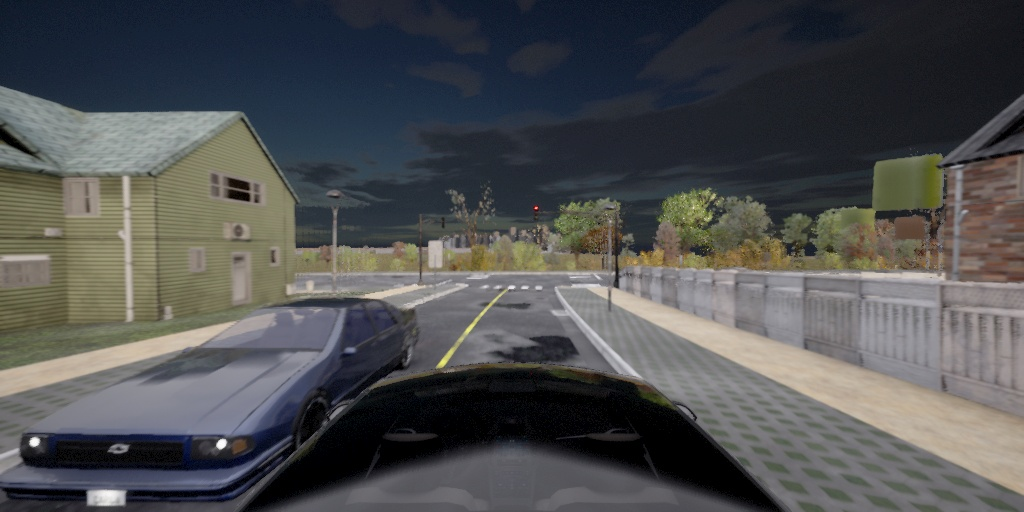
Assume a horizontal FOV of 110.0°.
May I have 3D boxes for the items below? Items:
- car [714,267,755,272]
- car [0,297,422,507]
[{"bbox_3d":[19.041,1.655,29.836,4.902,1.511,2.128,-1,2,8],"label":"car"},{"bbox_3d":[-2.790,1.333,5.166,2.033,1.411,5.357,0,-1,1],"label":"car"}]
